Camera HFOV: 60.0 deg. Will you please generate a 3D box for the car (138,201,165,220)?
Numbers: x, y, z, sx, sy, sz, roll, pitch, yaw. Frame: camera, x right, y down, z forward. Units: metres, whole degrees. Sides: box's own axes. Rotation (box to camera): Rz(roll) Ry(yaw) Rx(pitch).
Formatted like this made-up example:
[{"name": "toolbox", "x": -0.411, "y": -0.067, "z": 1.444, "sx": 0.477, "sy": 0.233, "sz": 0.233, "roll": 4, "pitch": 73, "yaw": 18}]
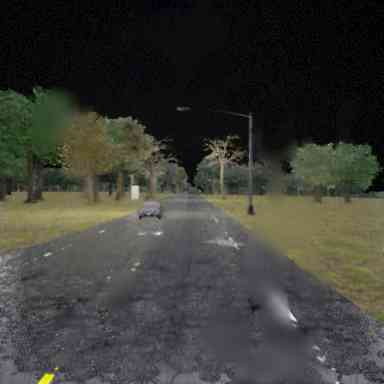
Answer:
[{"name": "car", "x": -3.390, "y": 1.518, "z": 28.584, "sx": 1.837, "sy": 1.490, "sz": 4.892, "roll": 0, "pitch": -1, "yaw": 1}]
